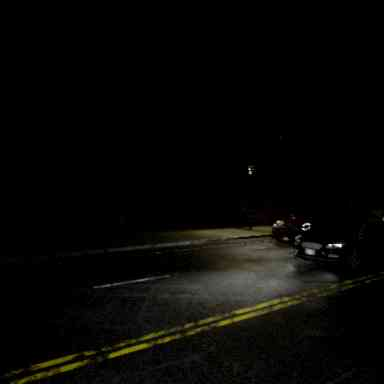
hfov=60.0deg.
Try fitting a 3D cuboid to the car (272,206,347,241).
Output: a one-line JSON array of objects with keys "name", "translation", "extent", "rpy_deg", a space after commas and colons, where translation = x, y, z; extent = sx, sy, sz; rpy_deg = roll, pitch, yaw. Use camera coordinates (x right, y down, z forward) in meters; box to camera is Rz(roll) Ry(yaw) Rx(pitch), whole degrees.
[{"name": "car", "translation": [5.940, 1.495, 15.895], "extent": [4.553, 1.767, 2.097], "rpy_deg": [1, 0, -35]}]

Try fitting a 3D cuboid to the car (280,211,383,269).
[{"name": "car", "translation": [5.633, 1.607, 11.689], "extent": [4.902, 1.511, 2.128], "rpy_deg": [1, 0, -35]}]
